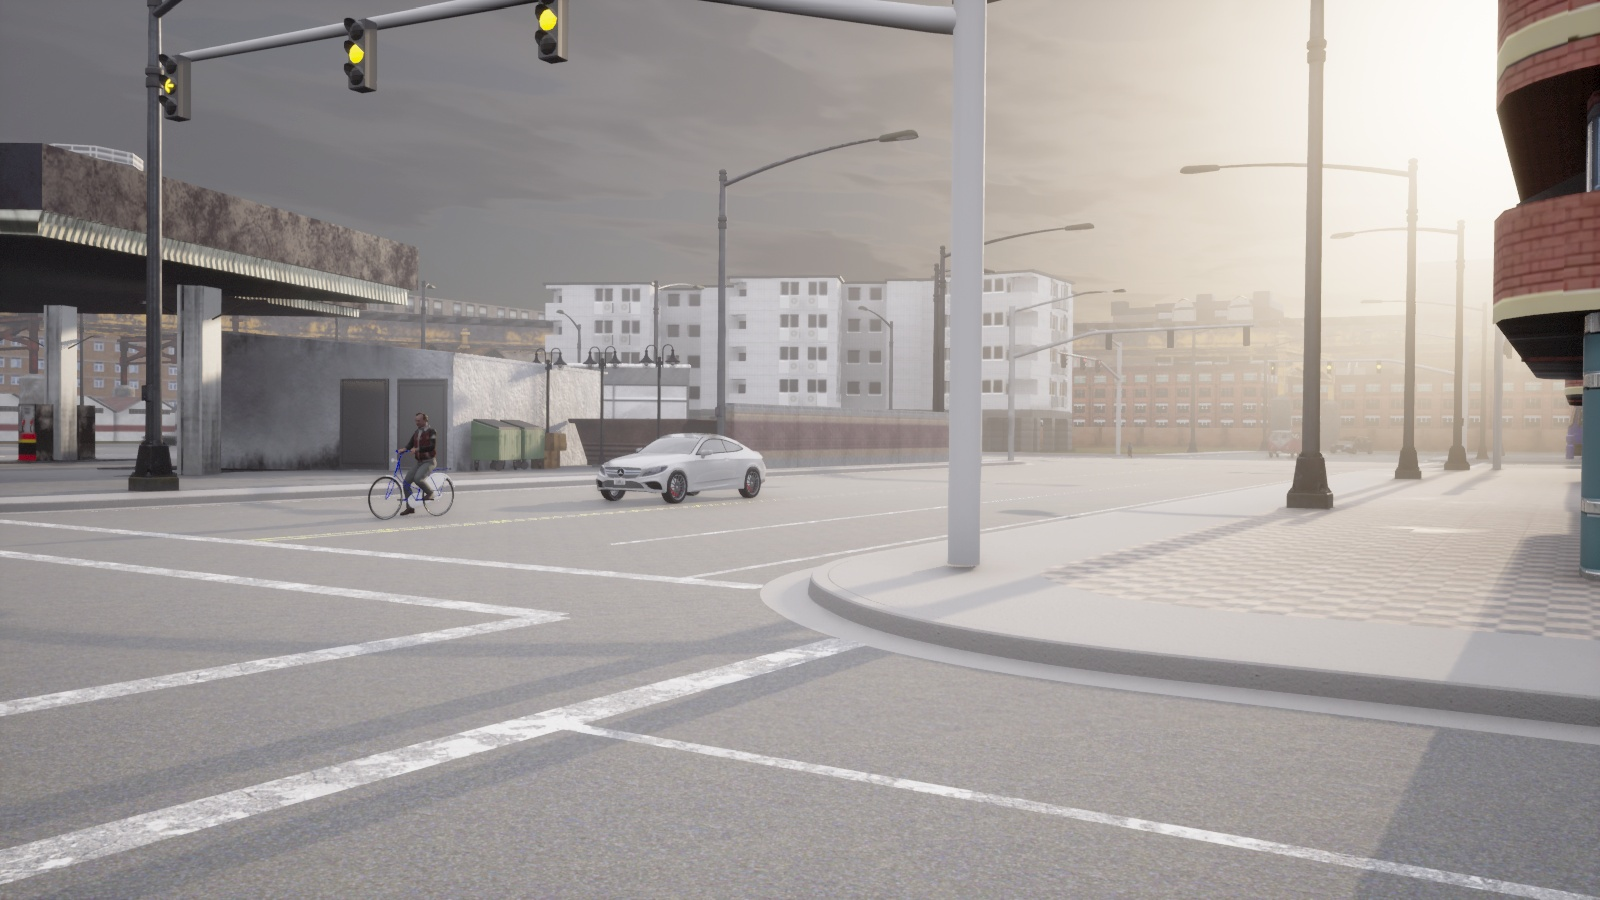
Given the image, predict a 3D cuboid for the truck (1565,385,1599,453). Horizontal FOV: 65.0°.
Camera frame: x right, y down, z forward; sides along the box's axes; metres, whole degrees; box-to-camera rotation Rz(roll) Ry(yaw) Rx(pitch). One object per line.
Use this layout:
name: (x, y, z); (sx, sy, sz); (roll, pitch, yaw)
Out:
truck: (43.929, -1.665, 64.401); (7.936, 3.462, 2.891); (-1, 0, 32)

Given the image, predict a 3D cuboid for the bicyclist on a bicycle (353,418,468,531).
bicyclist on a bicycle: (-6.427, 0.376, 20.823); (0.659, 1.776, 1.843); (0, 1, 31)

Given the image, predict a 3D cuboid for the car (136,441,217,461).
car: (-43.584, 0.027, 87.846); (1.895, 1.301, 4.718); (0, 1, 44)

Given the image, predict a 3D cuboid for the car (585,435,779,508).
car: (-2.468, 0.404, 27.508); (1.812, 1.442, 4.674); (0, 1, 31)

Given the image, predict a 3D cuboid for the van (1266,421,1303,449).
van: (35.150, -1.077, 91.048); (1.775, 1.987, 4.442); (0, 1, 31)
